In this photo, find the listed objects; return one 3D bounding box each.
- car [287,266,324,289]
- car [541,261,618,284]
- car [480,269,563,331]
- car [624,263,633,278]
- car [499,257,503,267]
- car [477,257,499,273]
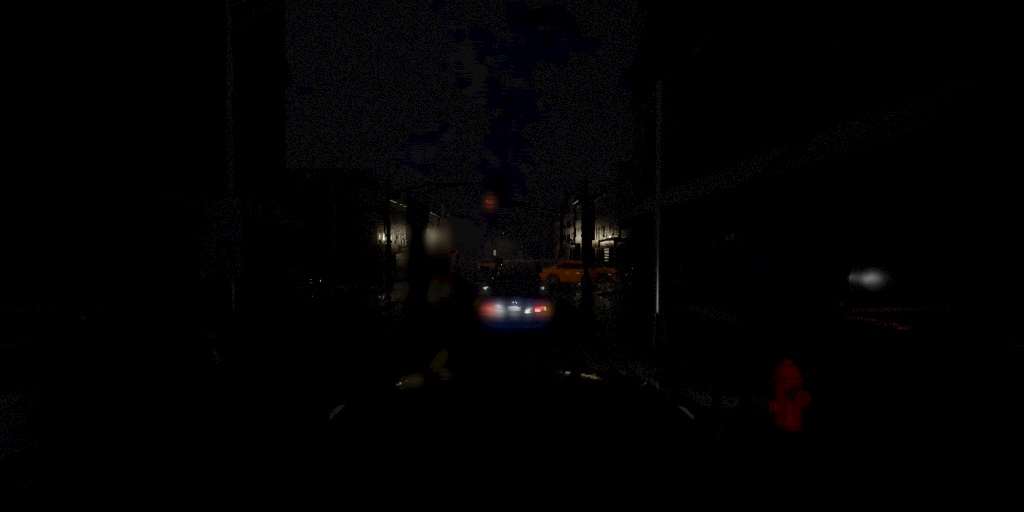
[{"bbox_3d":[-14.800,1.375,23.102,4.892,1.490,1.837,0,1,-2],"label":"car"},{"bbox_3d":[4.336,1.065,23.591,5.008,1.535,1.882,-1,2,18],"label":"car"},{"bbox_3d":[0.088,1.285,10.842,2.033,1.411,5.357,0,0,0],"label":"car"},{"bbox_3d":[10.572,0.730,26.162,4.553,1.767,2.097,-2,1,1],"label":"car"},{"bbox_3d":[-2.848,0.978,56.934,1.837,1.490,4.892,0,0,0],"label":"car"},{"bbox_3d":[-2.850,1.067,40.500,1.882,1.535,5.008,0,0,0],"label":"car"}]
